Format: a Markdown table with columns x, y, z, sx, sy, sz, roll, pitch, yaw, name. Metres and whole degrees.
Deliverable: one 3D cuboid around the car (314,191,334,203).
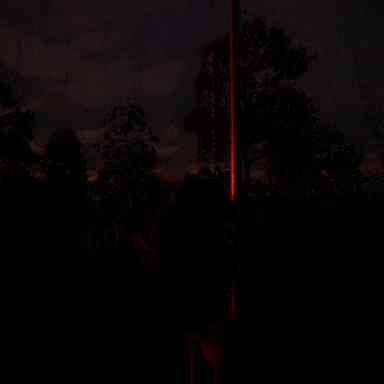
| x | y | z | sx | sy | sz | roll | pitch | yaw | name |
| --- | --- | --- | --- | --- | --- | --- | --- | --- | --- |
| 18.596 | 0.666 | 46.860 | 1.882 | 1.535 | 5.008 | 0 | 1 | 37 | car |
